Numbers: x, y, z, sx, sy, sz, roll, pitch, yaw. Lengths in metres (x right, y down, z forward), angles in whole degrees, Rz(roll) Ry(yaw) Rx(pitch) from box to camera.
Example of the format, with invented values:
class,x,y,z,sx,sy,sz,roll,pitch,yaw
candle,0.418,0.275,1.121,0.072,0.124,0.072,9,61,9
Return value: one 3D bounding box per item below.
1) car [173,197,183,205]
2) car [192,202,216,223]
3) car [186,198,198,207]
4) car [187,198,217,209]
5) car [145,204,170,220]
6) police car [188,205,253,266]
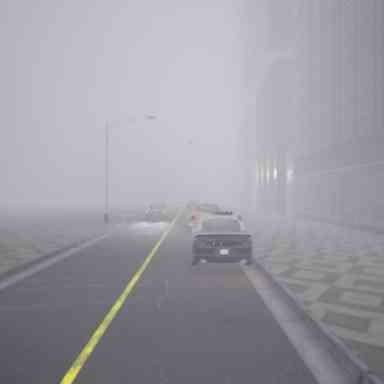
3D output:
class,x,y,z,sx,sy,sz,roll,pitch,yaw
car,-2.949,1.821,70.514,2.097,1.767,4.553,0,0,0
car,0.919,1.636,27.819,1.882,1.535,5.008,0,0,0
car,0.046,1.920,63.279,2.128,1.511,4.902,0,0,0
car,0.914,1.472,21.790,2.097,1.767,4.553,0,0,0
car,-3.077,1.775,30.081,1.895,1.301,4.718,0,0,0
police car,0.907,1.488,11.929,1.930,1.638,5.238,0,0,0
